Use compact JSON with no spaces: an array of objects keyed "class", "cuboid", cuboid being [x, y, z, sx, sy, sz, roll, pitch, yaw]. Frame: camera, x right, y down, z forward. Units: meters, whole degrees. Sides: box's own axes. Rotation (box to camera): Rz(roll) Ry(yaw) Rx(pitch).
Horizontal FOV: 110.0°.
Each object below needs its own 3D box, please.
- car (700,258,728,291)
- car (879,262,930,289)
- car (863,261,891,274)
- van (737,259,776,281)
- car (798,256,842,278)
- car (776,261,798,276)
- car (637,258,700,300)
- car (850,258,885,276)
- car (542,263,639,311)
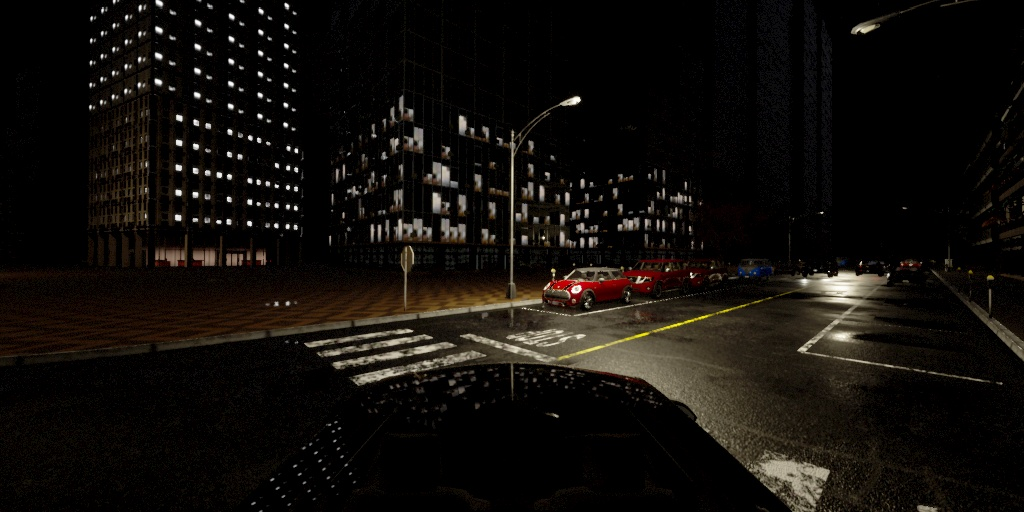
[{"class":"car","cuboid":[11.516,1.073,21.981,5.009,1.841,2.192,0,0,-42]},{"class":"car","cuboid":[25.540,1.302,23.225,4.403,1.370,2.007,0,0,-42]},{"class":"car","cuboid":[43.208,1.281,42.409,5.357,1.411,2.033,0,0,-41]},{"class":"van","cuboid":[19.961,1.097,29.479,3.998,1.789,1.690,0,0,-42]},{"class":"car","cuboid":[29.825,0.971,34.641,5.566,2.045,2.150,0,0,-42]},{"class":"car","cuboid":[28.406,1.333,36.977,4.207,1.307,1.802,0,0,-42]},{"class":"car","cuboid":[7.294,1.072,18.232,5.009,1.841,2.192,0,0,-42]},{"class":"car","cuboid":[35.547,1.235,35.588,4.902,1.511,2.128,0,0,-42]},{"class":"car","cuboid":[3.071,1.196,14.483,4.097,1.591,1.967,0,0,-42]}]
